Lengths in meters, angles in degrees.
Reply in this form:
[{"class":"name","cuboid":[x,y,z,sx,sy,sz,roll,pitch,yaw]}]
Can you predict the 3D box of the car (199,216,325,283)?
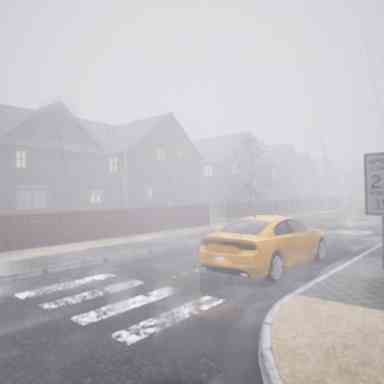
[{"class":"car","cuboid":[2.269,1.422,9.702,1.882,1.535,5.008,-2,-1,41]}]
